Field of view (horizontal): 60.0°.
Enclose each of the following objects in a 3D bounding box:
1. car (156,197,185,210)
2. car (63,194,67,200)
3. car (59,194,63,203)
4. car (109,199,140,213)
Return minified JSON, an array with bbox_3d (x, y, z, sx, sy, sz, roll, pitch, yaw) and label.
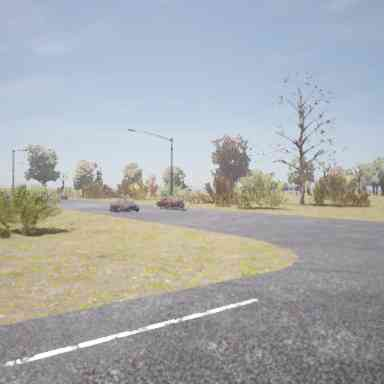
[{"bbox_3d":[-2.686,1.358,40.793,1.812,1.442,4.674,0,0,-36],"label":"car"},{"bbox_3d":[-31.550,1.095,79.848,2.033,1.411,5.357,0,0,-36],"label":"car"},{"bbox_3d":[-25.021,1.259,59.649,1.994,1.385,4.181,0,1,-33],"label":"car"},{"bbox_3d":[-7.155,1.422,35.068,1.994,1.385,4.181,0,0,-36],"label":"car"}]
